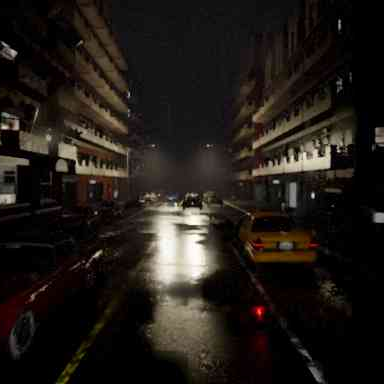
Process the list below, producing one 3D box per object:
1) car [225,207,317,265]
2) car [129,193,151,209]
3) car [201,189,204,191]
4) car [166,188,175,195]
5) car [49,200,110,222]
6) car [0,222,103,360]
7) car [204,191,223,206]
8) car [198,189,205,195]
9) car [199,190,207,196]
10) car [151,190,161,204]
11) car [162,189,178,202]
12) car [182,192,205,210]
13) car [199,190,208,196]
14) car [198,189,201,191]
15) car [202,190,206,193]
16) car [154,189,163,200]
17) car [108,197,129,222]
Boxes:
[{"bbox_3d":[2.352,1.274,10.854,1.801,1.575,5.366,0,1,0],"label":"car"},{"bbox_3d":[-5.694,0.994,33.470,2.008,1.369,4.403,-1,1,0],"label":"car"},{"bbox_3d":[2.687,0.605,50.241,1.967,1.590,4.097,-1,1,0],"label":"car"},{"bbox_3d":[-5.688,-0.165,89.479,2.192,1.841,5.009,-1,1,0],"label":"car"},{"bbox_3d":[-5.697,1.303,16.666,1.802,1.307,4.206,-1,1,0],"label":"car"},{"bbox_3d":[-3.099,1.500,5.908,1.895,1.301,4.718,0,1,0],"label":"car"},{"bbox_3d":[2.686,0.873,39.210,1.752,1.417,4.829,-1,1,0],"label":"car"},{"bbox_3d":[2.695,-0.131,95.052,1.967,1.590,4.097,-1,1,0],"label":"car"},{"bbox_3d":[2.694,0.135,84.021,1.752,1.417,4.829,-1,1,0],"label":"car"},{"bbox_3d":[-5.693,0.808,44.672,2.008,1.369,4.403,-1,1,0],"label":"car"},{"bbox_3d":[-2.992,0.752,49.325,1.812,1.442,4.674,0,1,0],"label":"car"},{"bbox_3d":[0.057,1.008,33.419,1.994,1.385,4.181,0,1,1],"label":"car"},{"bbox_3d":[2.693,0.255,78.250,2.008,1.369,4.403,-1,1,0],"label":"car"},{"bbox_3d":[2.692,0.362,72.648,1.947,1.339,4.313,-1,1,0],"label":"car"},{"bbox_3d":[2.688,0.824,44.642,1.947,1.339,4.313,-1,1,0],"label":"car"},{"bbox_3d":[-5.694,0.388,55.871,2.192,1.841,5.009,-1,1,0],"label":"car"},{"bbox_3d":[-5.696,1.210,22.267,1.802,1.307,4.206,-1,1,0],"label":"car"}]
